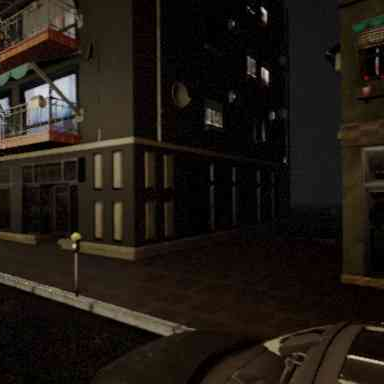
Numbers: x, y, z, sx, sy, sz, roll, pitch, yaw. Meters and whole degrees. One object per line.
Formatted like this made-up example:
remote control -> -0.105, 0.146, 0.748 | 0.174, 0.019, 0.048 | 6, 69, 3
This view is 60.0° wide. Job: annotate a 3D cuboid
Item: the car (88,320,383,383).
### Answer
car -> 1.103, 1.551, 1.945 | 4.403, 1.369, 2.008 | 0, -1, 35
